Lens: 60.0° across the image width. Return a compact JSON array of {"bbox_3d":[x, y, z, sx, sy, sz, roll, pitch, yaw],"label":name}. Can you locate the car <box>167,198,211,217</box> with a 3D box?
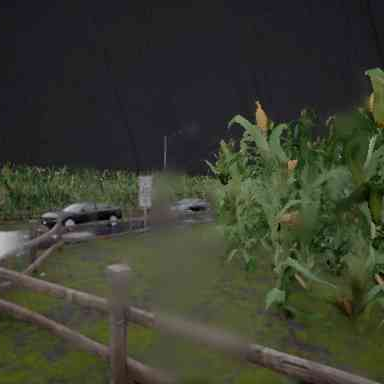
[{"bbox_3d":[-0.133,1.301,28.787,2.128,1.511,4.902,1,1,36],"label":"car"}]

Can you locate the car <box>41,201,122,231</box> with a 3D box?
[{"bbox_3d":[-6.460,1.358,19.918,1.882,1.535,5.008,1,1,35],"label":"car"}]
